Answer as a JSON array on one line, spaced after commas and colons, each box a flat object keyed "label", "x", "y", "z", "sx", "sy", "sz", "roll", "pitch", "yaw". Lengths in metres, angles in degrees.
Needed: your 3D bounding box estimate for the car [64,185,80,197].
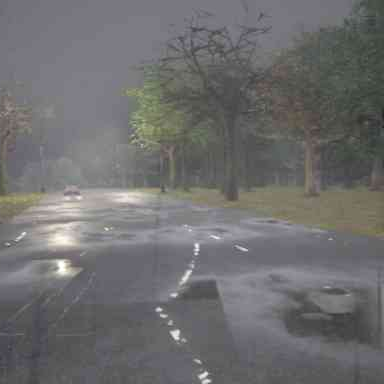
[{"label": "car", "x": -16.293, "y": -0.168, "z": 45.107, "sx": 1.812, "sy": 1.442, "sz": 4.674, "roll": -2, "pitch": 3, "yaw": -19}]
